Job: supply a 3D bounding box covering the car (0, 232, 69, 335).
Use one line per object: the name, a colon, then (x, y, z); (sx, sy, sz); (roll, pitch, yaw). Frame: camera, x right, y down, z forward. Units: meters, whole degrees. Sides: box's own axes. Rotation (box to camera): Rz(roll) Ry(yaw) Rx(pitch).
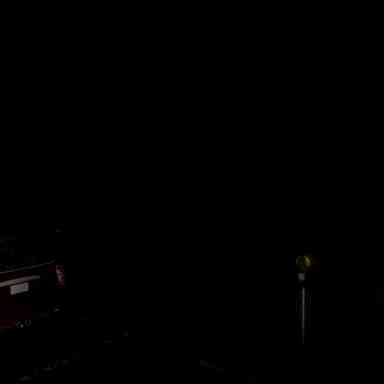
car: (-4.109, 1.440, 6.012); (4.097, 1.590, 1.967); (0, 0, 36)
